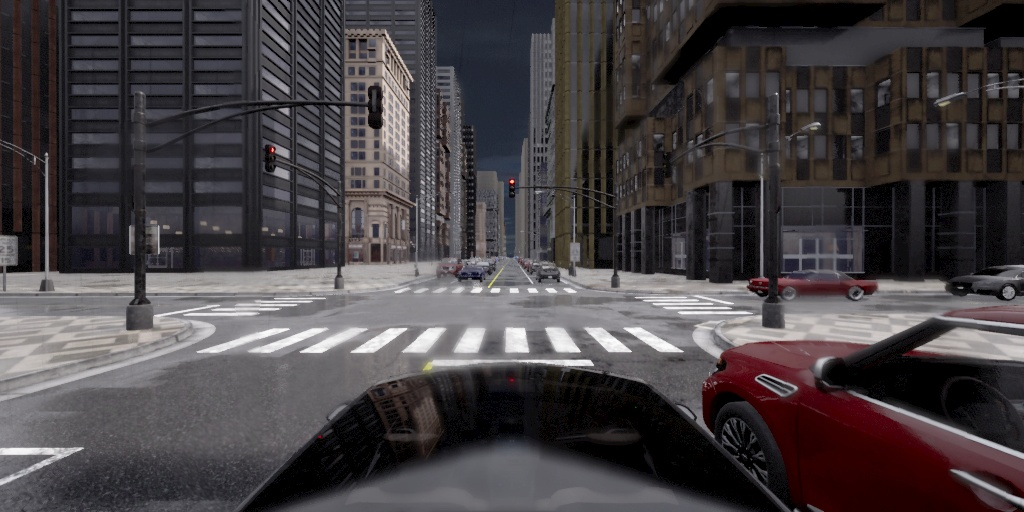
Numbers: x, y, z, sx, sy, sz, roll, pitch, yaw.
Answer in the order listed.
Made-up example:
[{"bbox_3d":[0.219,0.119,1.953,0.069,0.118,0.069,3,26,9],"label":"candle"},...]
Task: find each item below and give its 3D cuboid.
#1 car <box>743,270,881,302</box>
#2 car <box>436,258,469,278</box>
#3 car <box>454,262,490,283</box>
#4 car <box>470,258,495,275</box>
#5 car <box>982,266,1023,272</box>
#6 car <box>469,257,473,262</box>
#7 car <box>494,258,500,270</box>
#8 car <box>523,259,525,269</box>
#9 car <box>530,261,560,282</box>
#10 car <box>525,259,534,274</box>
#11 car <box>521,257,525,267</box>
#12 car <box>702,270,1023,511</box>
[{"bbox_3d":[13.525,1.314,16.376,4.718,1.301,1.895,0,0,0],"label":"car"},{"bbox_3d":[-5.751,1.067,33.837,2.192,1.841,5.009,0,0,0],"label":"car"},{"bbox_3d":[-3.090,1.352,28.462,1.895,1.301,4.718,0,0,0],"label":"car"},{"bbox_3d":[-3.087,1.279,38.430,1.812,1.442,4.674,0,0,0],"label":"car"},{"bbox_3d":[22.959,1.197,16.419,4.892,1.490,1.837,0,0,0],"label":"car"},{"bbox_3d":[-5.749,1.193,39.479,1.967,1.591,4.097,0,0,0],"label":"car"},{"bbox_3d":[-3.076,1.304,48.799,2.033,1.411,5.357,0,0,0],"label":"car"},{"bbox_3d":[2.778,1.300,45.125,1.888,1.381,4.507,0,0,0],"label":"car"},{"bbox_3d":[2.772,1.302,28.203,2.007,1.370,4.403,0,0,0],"label":"car"},{"bbox_3d":[2.776,1.304,39.485,2.007,1.370,4.403,0,0,0],"label":"car"},{"bbox_3d":[2.783,1.199,56.406,1.967,1.591,4.097,0,0,0],"label":"car"},{"bbox_3d":[2.762,1.065,1.230,2.192,1.841,5.009,0,0,0],"label":"car"}]
